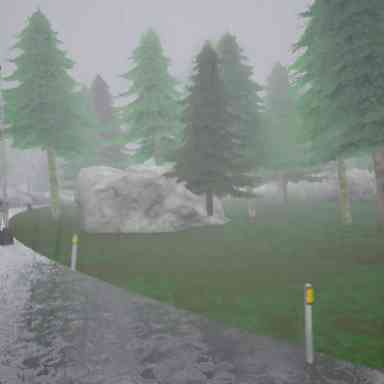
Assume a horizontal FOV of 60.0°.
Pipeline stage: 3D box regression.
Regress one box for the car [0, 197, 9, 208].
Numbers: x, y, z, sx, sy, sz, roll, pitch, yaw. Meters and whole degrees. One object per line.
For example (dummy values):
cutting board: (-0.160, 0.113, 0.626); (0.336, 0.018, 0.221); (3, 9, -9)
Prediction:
car: (-21.745, 1.243, 36.403); (2.128, 1.511, 4.902); (-4, 1, -9)
